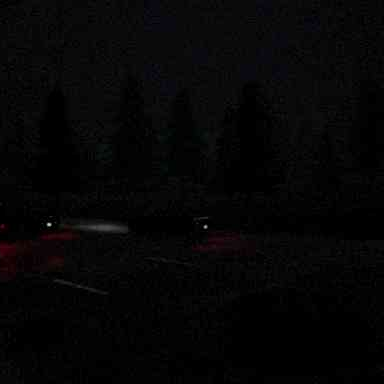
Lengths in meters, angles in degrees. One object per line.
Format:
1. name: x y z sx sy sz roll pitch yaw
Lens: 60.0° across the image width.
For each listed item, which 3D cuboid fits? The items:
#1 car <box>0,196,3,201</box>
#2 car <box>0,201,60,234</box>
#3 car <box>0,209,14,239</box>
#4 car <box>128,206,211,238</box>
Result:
1. car: -19.579 1.250 30.849 5.566 2.045 2.150 0 0 35
2. car: -9.766 1.521 19.560 4.892 1.490 1.837 0 0 36
3. car: -10.871 1.616 16.049 4.718 1.301 1.895 0 0 36
4. car: -1.299 1.501 17.809 4.902 1.511 2.128 0 0 36
